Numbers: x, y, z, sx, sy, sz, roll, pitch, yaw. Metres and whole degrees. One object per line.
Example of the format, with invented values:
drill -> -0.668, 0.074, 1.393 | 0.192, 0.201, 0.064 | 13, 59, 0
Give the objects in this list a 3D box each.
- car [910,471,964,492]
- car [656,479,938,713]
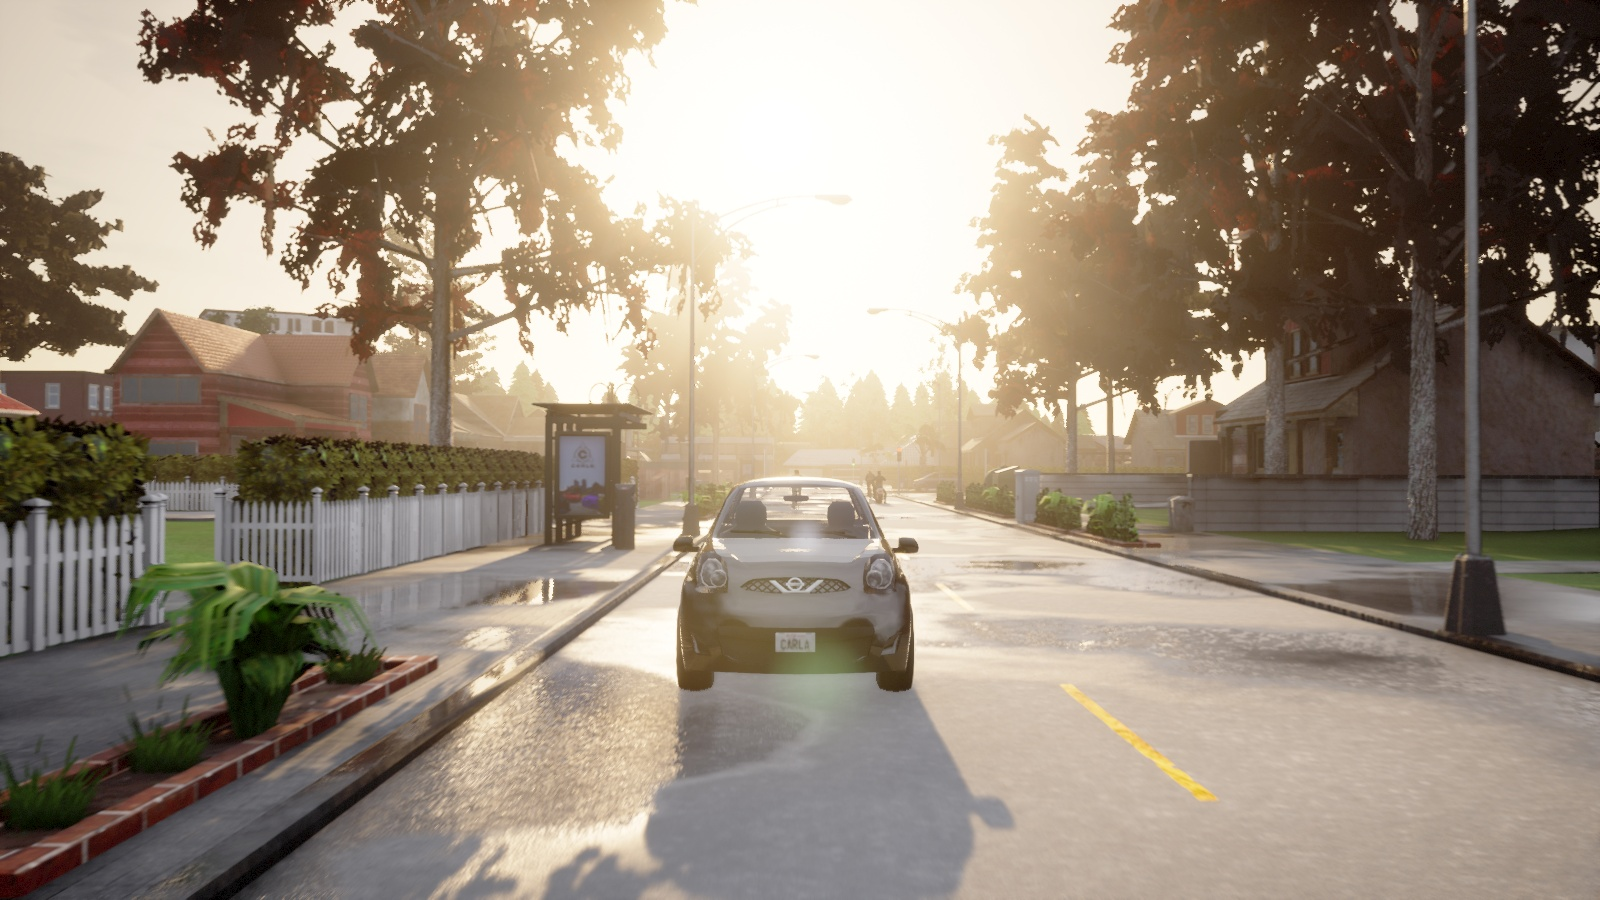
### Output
car -> 10.016, 2.290, 91.834 | 3.705, 1.549, 1.789 | 0, -1, -4
car -> -0.024, 0.997, 10.052 | 1.845, 1.501, 3.633 | 0, -1, 0
